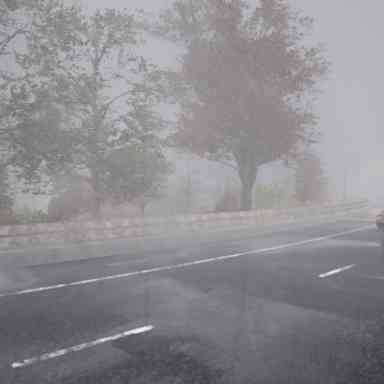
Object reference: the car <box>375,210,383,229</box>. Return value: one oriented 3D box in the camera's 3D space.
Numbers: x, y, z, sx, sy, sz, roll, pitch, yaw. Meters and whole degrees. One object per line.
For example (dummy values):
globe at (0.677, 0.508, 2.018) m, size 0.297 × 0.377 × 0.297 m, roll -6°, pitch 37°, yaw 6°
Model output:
car at (12.793, 1.527, 20.415) m, size 2.033 × 1.411 × 5.357 m, roll 0°, pitch 0°, yaw 41°

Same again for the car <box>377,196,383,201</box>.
car at (46.760, 1.524, 80.775) m, size 1.895 × 1.301 × 4.718 m, roll 0°, pitch 0°, yaw 5°
